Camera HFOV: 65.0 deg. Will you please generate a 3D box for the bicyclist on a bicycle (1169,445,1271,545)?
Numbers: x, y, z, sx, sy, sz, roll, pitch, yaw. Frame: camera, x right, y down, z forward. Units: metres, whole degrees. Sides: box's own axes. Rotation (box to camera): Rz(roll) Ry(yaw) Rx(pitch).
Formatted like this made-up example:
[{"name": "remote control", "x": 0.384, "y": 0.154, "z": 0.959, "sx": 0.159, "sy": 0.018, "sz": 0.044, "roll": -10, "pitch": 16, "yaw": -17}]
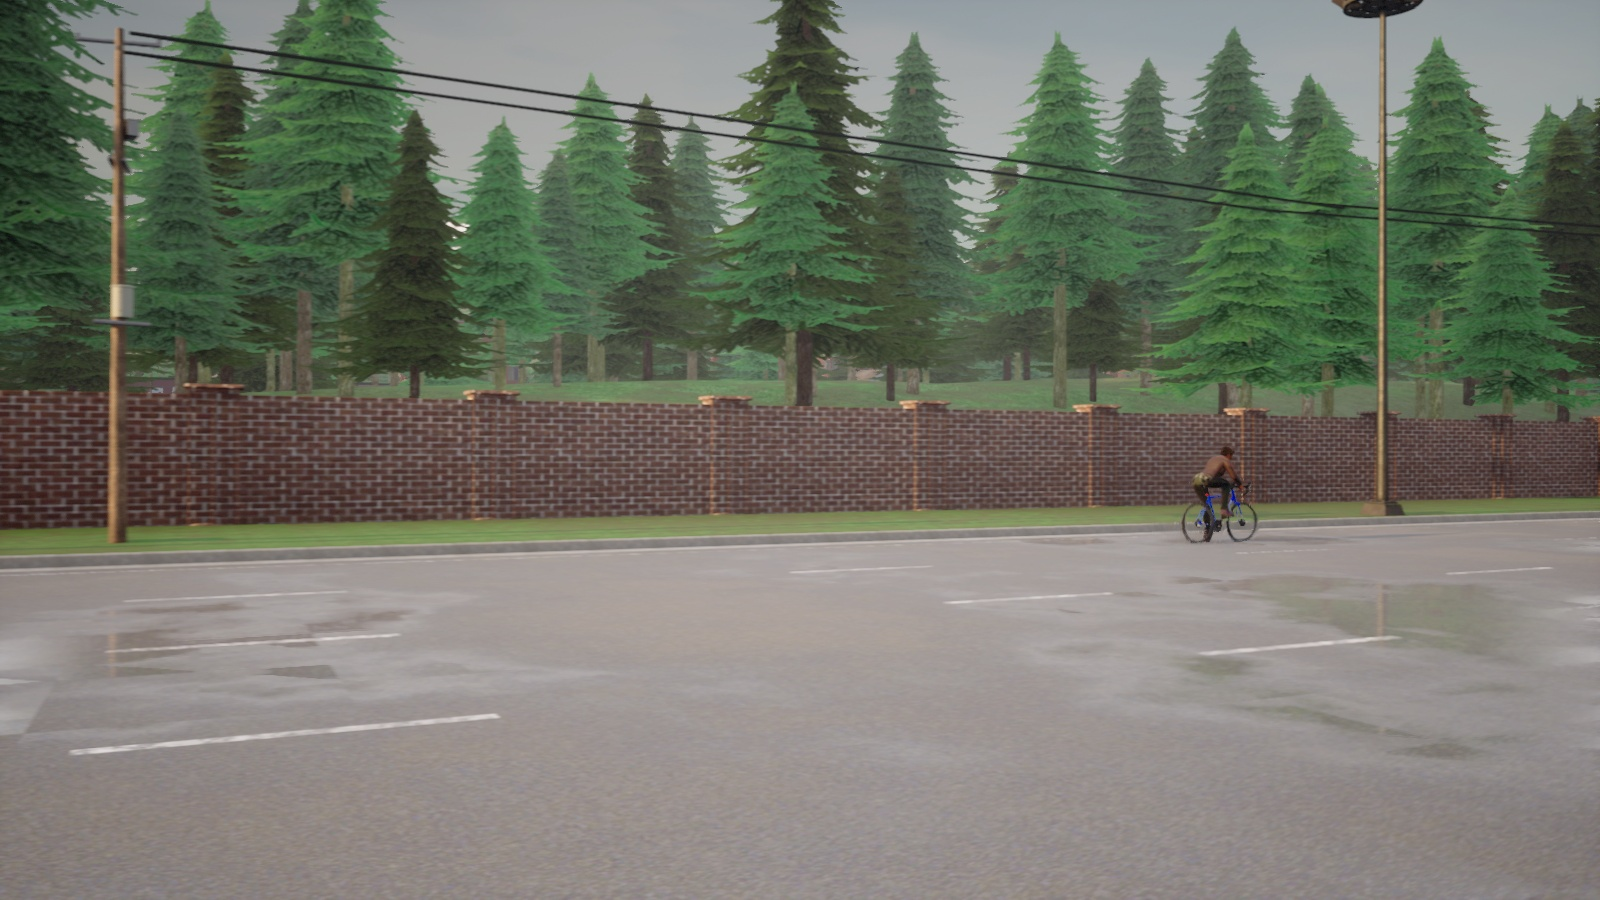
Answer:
[{"name": "bicyclist on a bicycle", "x": 7.008, "y": 0.731, "z": 20.941, "sx": 1.656, "sy": 1.620, "sz": 0.582, "roll": 0, "pitch": 0, "yaw": -25}]
